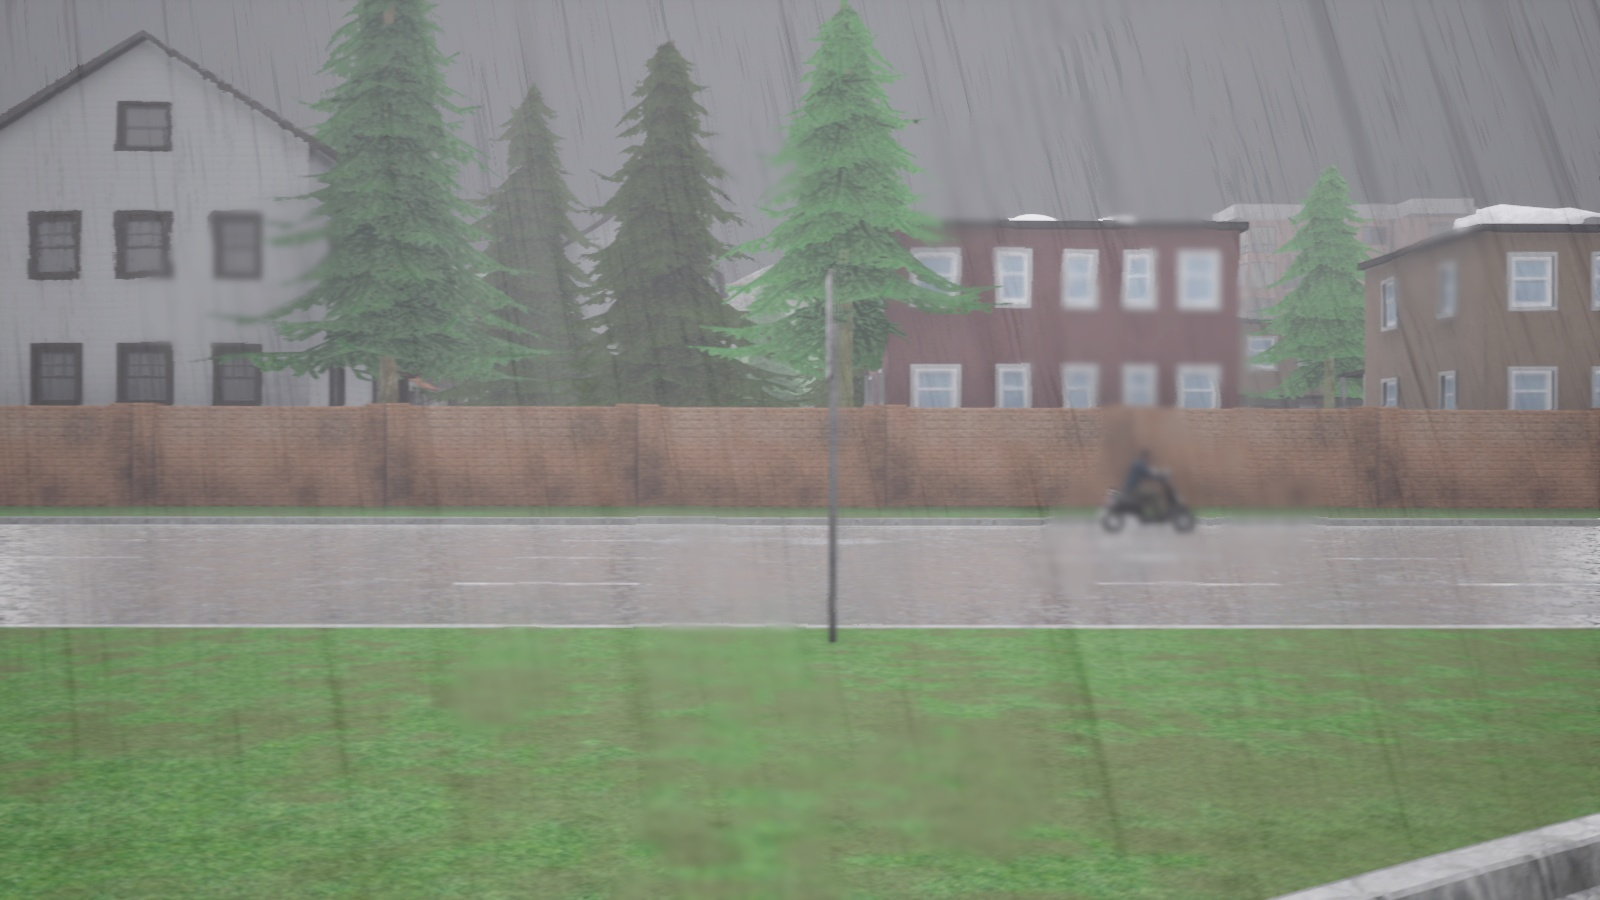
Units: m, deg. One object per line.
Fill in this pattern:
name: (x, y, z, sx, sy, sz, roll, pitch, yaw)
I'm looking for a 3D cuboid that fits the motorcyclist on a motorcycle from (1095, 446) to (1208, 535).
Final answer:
motorcyclist on a motorcycle: (6.438, 0.737, 23.066, 1.817, 1.590, 0.866, 0, 0, -1)
